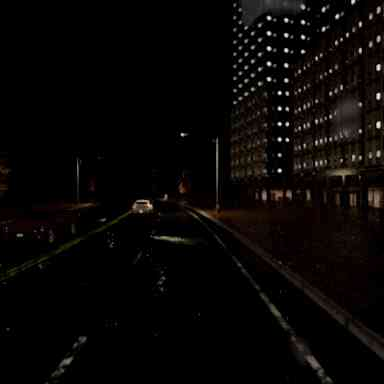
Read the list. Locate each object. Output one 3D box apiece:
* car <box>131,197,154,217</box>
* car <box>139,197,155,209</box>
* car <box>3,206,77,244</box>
[{"bbox_3d":[-4.607,1.473,31.046,1.812,1.442,4.674,0,0,-5],"label":"car"},{"bbox_3d":[-6.243,1.464,46.322,2.033,1.411,5.357,0,0,-8],"label":"car"},{"bbox_3d":[-7.016,1.458,15.834,1.882,1.535,5.008,0,0,-2],"label":"car"}]
